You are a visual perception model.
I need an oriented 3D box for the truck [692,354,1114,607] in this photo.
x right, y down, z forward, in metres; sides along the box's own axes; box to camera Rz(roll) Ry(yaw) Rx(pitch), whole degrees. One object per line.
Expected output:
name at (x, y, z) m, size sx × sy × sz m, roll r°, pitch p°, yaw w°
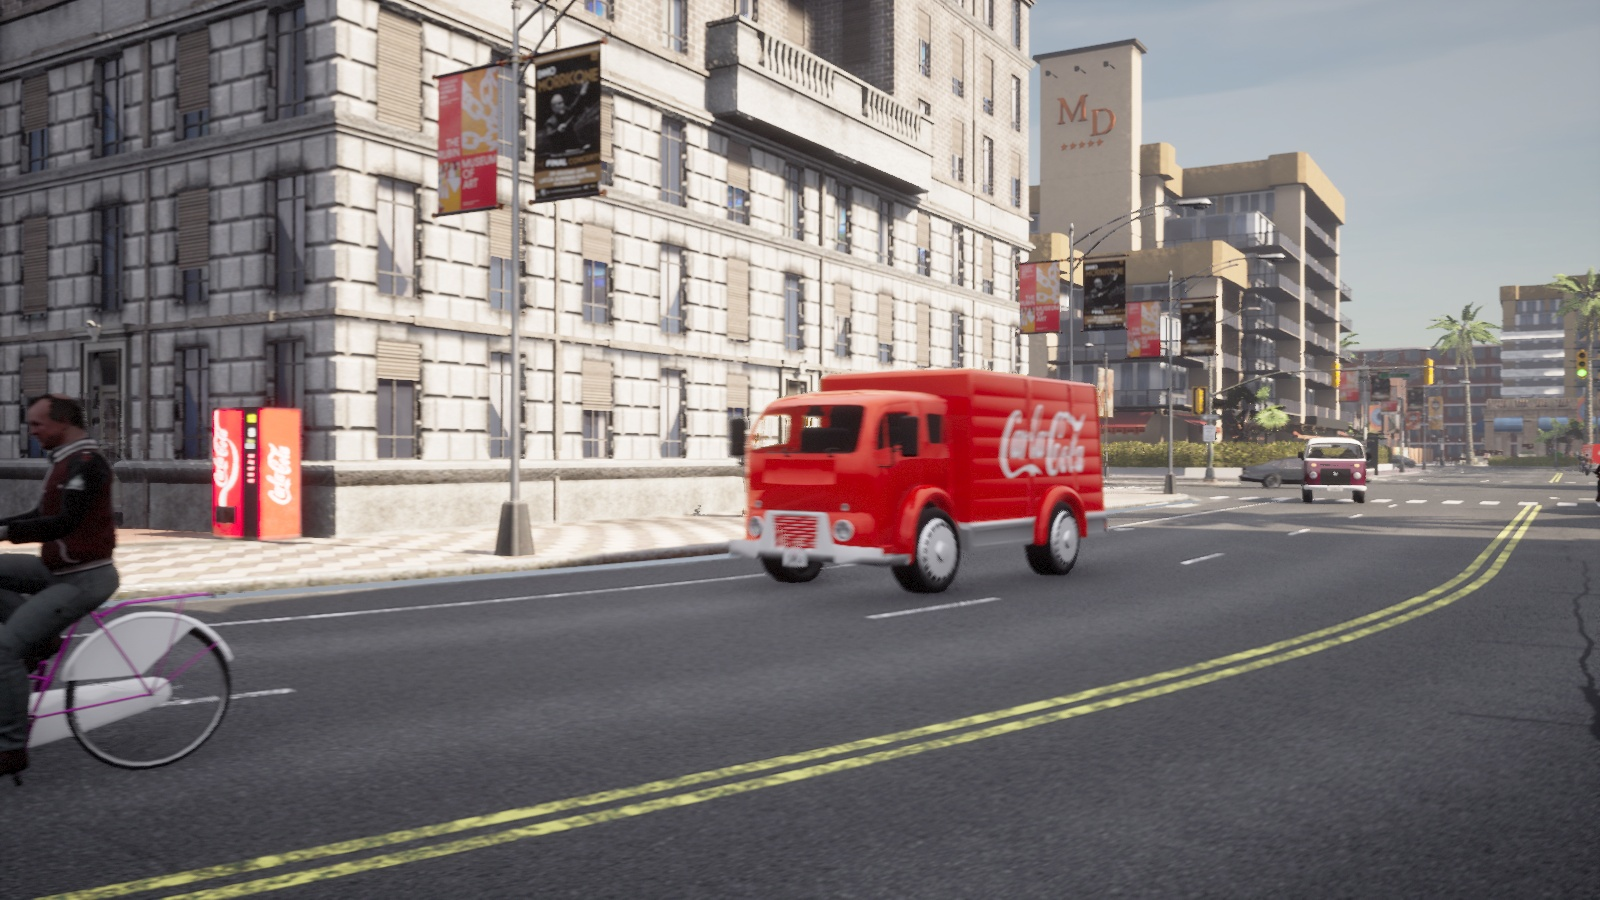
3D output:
truck at (1.442, 0.300, 15.066) m, size 2.627 × 2.467 × 5.204 m, roll 0°, pitch 0°, yaw 38°

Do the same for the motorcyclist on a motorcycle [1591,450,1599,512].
motorcyclist on a motorcycle at (20.624, 0.771, 31.952) m, size 0.797 × 1.523 × 2.044 m, roll 0°, pitch 0°, yaw 32°

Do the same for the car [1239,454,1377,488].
car at (22.153, 0.902, 54.973) m, size 5.357 × 1.411 × 2.033 m, roll 0°, pitch 0°, yaw 14°

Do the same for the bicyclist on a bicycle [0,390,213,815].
bicyclist on a bicycle at (-3.623, 0.641, 5.457) m, size 1.843 × 1.776 × 0.659 m, roll 0°, pitch -1°, yaw -37°

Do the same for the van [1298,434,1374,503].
van at (16.700, 0.545, 39.324) m, size 2.069 × 2.038 × 4.480 m, roll 0°, pitch 0°, yaw 22°
